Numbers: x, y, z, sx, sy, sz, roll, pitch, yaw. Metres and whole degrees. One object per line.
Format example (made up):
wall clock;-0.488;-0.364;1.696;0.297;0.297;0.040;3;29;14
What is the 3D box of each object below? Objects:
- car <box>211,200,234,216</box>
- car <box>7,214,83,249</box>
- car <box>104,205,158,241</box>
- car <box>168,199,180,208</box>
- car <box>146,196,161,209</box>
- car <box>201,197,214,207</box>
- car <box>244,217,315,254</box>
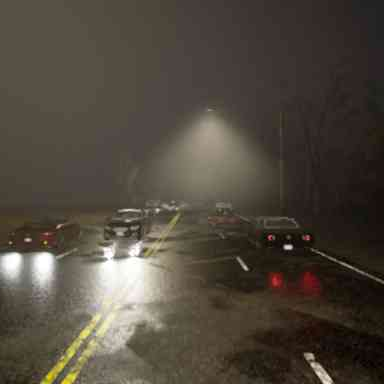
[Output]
car;3.437;1.878;36.414;1.895;1.301;4.718;0;0;0
car;-6.576;1.738;15.310;1.994;1.385;4.181;0;-1;0
car;-3.321;1.671;17.783;2.128;1.511;4.902;0;0;0
car;-3.196;1.991;58.973;2.033;1.411;5.357;-4;-2;0
car;-6.453;1.734;56.376;2.150;2.045;5.566;0;0;1
car;3.375;1.845;63.056;2.097;1.767;4.553;0;-1;0
car;3.389;1.692;13.931;1.895;1.301;4.718;0;-1;0
